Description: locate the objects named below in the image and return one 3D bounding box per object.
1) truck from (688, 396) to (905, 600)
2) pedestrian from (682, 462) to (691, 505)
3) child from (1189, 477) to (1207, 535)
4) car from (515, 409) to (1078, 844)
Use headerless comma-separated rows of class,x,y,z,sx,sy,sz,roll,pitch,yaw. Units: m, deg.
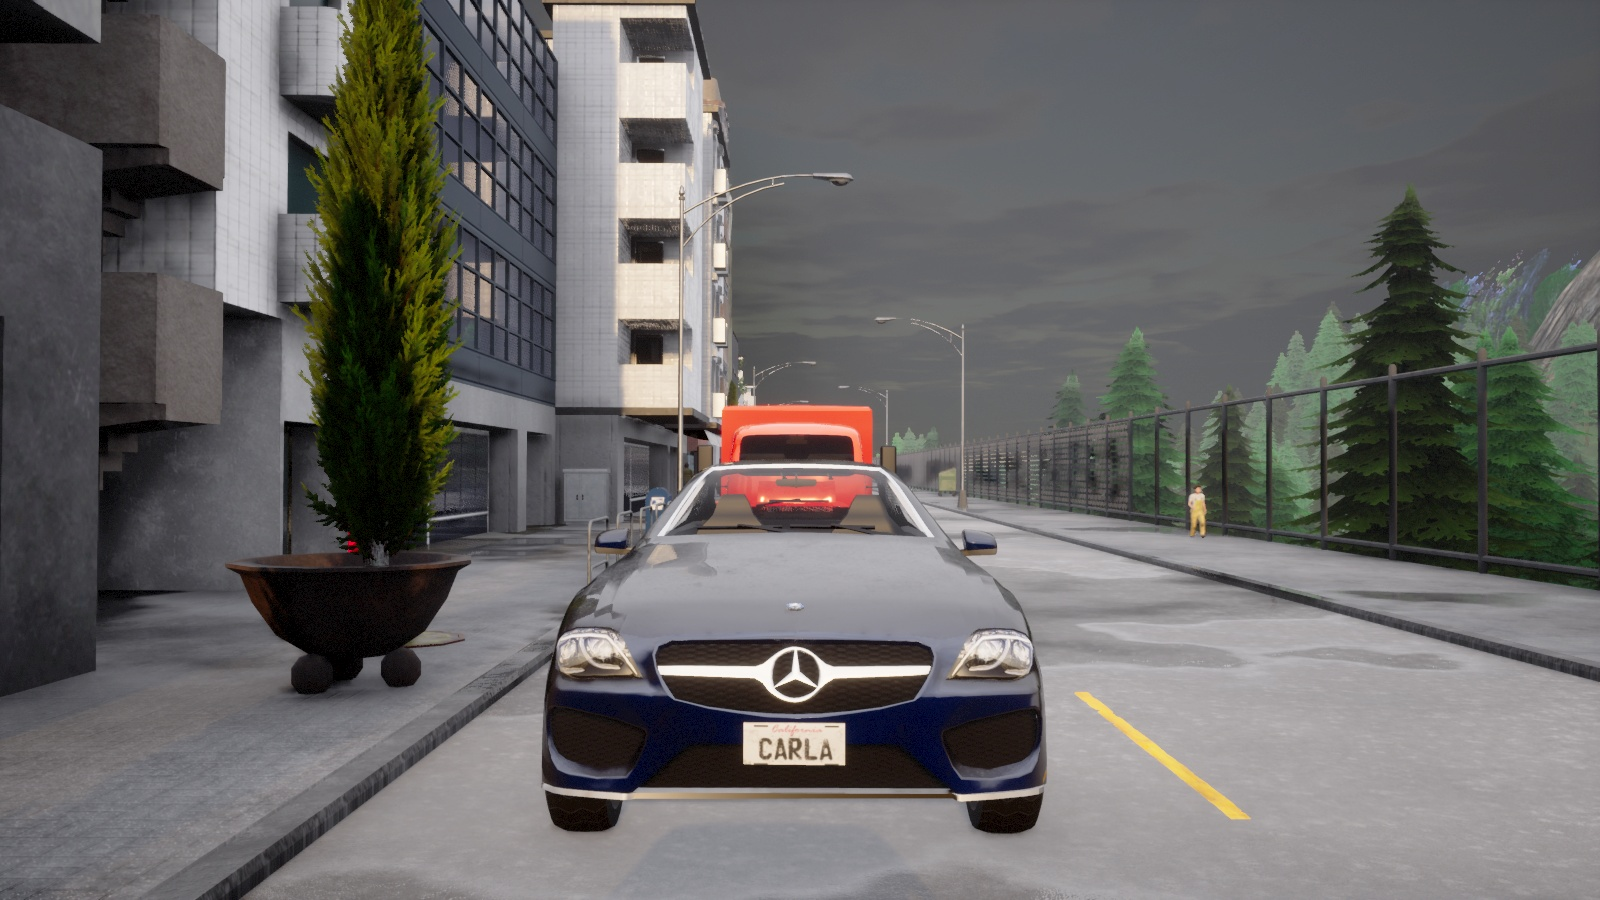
truck,-0.046,0.627,17.871,2.627,2.467,5.204,0,-1,0
pedestrian,-4.960,1.464,54.914,0.370,1.835,0.726,0,-1,-6
child,8.847,1.237,27.925,0.270,1.263,0.437,0,-1,2
car,-0.018,0.716,7.321,2.152,1.651,5.027,0,-1,0
